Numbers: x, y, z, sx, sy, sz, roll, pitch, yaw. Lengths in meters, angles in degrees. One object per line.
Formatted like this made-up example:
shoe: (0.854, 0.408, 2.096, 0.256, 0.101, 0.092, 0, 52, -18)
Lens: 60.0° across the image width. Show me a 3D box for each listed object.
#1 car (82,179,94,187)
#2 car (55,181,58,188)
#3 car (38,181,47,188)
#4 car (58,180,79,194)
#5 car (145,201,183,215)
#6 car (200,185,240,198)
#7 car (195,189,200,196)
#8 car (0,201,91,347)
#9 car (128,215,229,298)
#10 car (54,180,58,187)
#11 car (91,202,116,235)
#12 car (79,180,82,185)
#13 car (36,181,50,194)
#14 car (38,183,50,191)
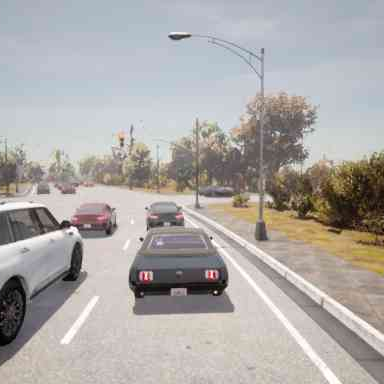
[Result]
car: (-25.985, -2.213, 83.465, 2.097, 1.767, 4.553, -1, 3, -25)
car: (-25.188, -1.088, 65.197, 1.895, 1.301, 4.718, -1, 3, -25)
car: (-34.962, -1.811, 77.882, 1.882, 1.535, 5.008, -1, 3, -25)
car: (-19.337, -0.656, 51.944, 2.097, 1.767, 4.553, -1, 3, -23)
car: (-1.461, 1.217, 17.376, 1.812, 1.442, 4.674, 0, 2, -8)
car: (3.968, 0.097, 44.762, 4.718, 1.301, 1.895, 0, 3, -22)
car: (2.836, -0.168, 48.068, 4.892, 1.490, 1.837, -1, 3, -22)
car: (-3.768, 1.179, 6.324, 2.150, 2.045, 5.566, 0, 0, -3)
car: (-0.387, 1.523, 8.356, 1.895, 1.301, 4.718, 0, 1, -4)
car: (-31.794, -2.007, 79.362, 2.097, 1.767, 4.553, -1, 3, -25)
car: (-4.896, 1.245, 16.780, 1.812, 1.442, 4.674, 0, 2, -8)
car: (-28.996, -2.003, 81.647, 1.882, 1.535, 5.008, -1, 3, -25)
car: (-23.028, -0.493, 51.638, 1.837, 1.490, 4.892, -1, 4, -23)
car: (-28.641, -1.086, 64.322, 1.994, 1.385, 4.181, -1, 3, -25)
